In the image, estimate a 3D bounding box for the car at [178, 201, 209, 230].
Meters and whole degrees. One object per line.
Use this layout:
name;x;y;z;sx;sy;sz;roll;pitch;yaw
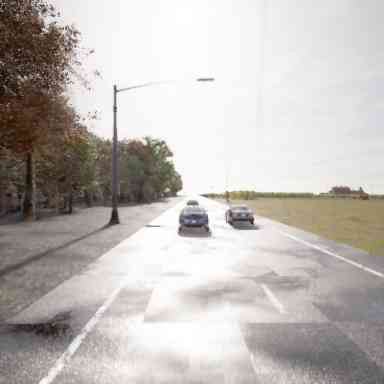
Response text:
car;0.106;1.619;22.088;1.882;1.535;5.008;0;0;0

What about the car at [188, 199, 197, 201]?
car;0.114;1.807;49.231;1.837;1.490;4.892;0;0;0

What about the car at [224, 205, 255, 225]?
car;3.607;1.712;25.905;2.033;1.411;5.357;0;0;0
